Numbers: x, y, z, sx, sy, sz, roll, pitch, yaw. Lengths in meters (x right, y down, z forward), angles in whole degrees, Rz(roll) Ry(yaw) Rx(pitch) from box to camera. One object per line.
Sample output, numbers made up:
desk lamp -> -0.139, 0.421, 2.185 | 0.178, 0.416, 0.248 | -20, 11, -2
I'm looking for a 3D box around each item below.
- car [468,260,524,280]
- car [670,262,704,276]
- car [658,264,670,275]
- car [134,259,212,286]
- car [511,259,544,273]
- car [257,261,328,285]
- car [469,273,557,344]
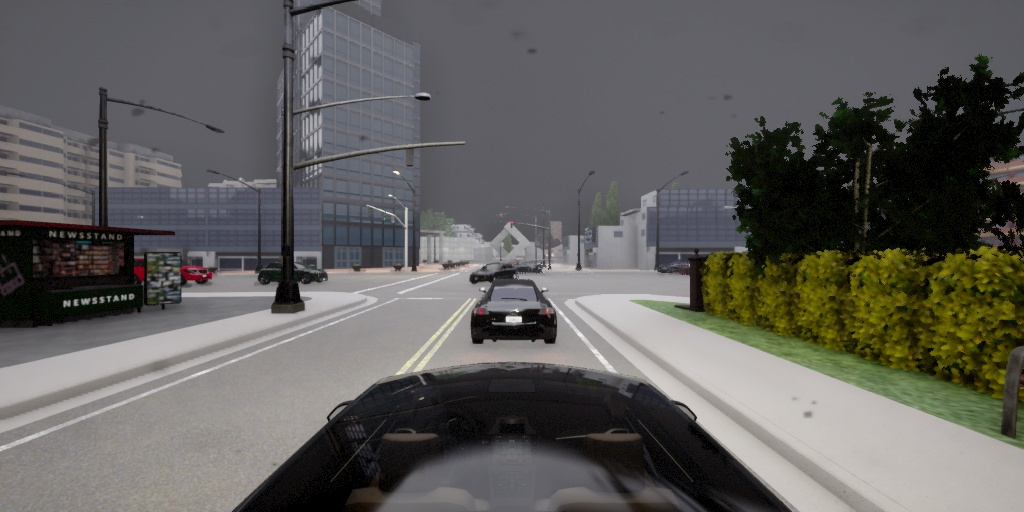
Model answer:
car -> -1.250, 1.268, 26.186 | 1.837, 1.490, 4.892 | -2, -1, 29
car -> 18.328, 1.063, 34.819 | 4.553, 1.767, 2.097 | 0, 0, -1
car -> 17.826, 1.277, 38.315 | 4.181, 1.385, 1.994 | 0, 0, -1
car -> -26.016, 1.190, 27.075 | 5.566, 2.045, 2.150 | -1, 0, -1
car -> 1.555, 1.322, 41.309 | 4.181, 1.385, 1.994 | 0, 0, 41
car -> -16.499, 1.210, 27.193 | 4.553, 1.767, 2.097 | -1, 0, -1
car -> 0.044, 1.314, 9.610 | 1.994, 1.385, 4.181 | 0, 0, 0
